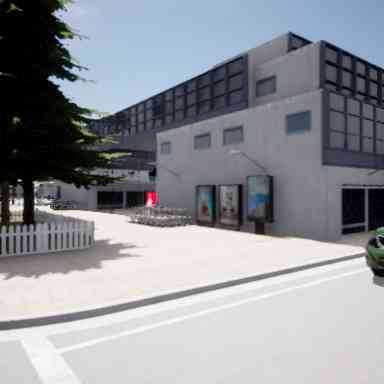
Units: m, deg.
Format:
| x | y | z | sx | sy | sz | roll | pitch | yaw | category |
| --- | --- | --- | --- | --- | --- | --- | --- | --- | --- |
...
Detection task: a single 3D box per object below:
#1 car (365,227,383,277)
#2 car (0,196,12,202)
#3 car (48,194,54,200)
| x | y | z | sx | sy | sz | roll | pitch | yaw | category |
| --- | --- | --- | --- | --- | --- | --- | --- | --- | --- |
| 6.960 | 1.194 | 8.965 | 5.566 | 2.045 | 2.150 | 0 | 0 | -36 | car |
| -39.081 | 1.340 | 69.889 | 1.970 | 1.475 | 3.806 | 0 | 0 | -37 | car |
| -36.027 | 1.240 | 85.868 | 1.845 | 1.501 | 3.633 | 0 | 0 | -37 | car |
